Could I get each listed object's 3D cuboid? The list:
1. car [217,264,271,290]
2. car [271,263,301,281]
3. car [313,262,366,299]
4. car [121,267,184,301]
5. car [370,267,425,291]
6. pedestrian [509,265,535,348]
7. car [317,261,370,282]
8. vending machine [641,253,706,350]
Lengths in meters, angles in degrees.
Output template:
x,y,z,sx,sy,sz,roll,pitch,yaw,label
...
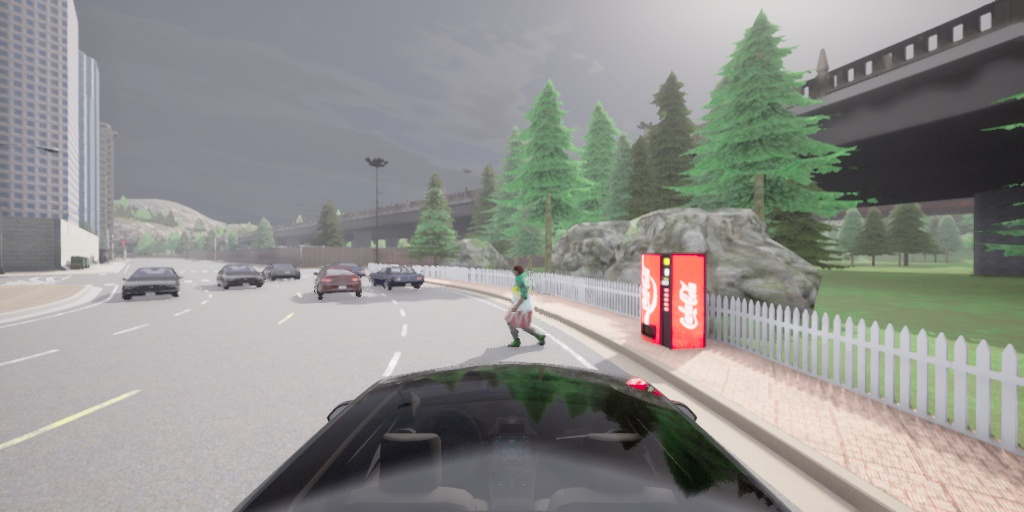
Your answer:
x,y,z,sx,sy,sz,roll,pitch,yaw,label
-16.762,1.222,22.006,2.033,1.411,5.357,0,0,-45,car
-18.357,1.213,28.450,4.181,1.385,1.994,0,0,45,car
-8.690,1.215,17.754,1.812,1.442,4.674,0,0,-32,car
-17.240,1.241,17.343,2.033,1.411,5.357,0,0,-42,car
-6.979,1.275,21.372,1.895,1.301,4.718,0,0,-36,car
0.213,1.020,7.708,0.375,1.860,0.375,0,0,-11,pedestrian
-13.664,1.194,28.890,5.357,1.411,2.033,0,0,44,car
3.365,0.921,7.566,1.100,2.100,0.880,0,0,-10,vending machine
